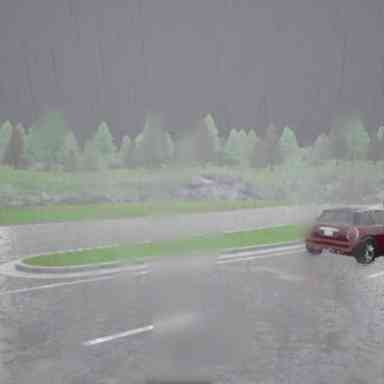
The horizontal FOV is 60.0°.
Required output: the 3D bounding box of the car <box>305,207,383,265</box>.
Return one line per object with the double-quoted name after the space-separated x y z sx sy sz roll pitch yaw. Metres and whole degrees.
6.187 1.326 11.743 4.553 1.767 2.097 0 0 -31 "car"
